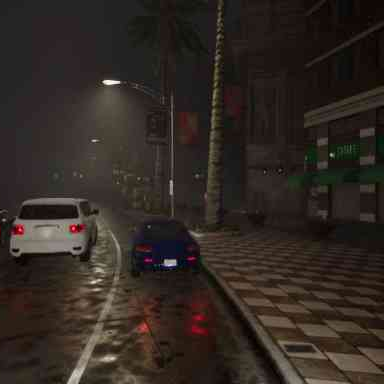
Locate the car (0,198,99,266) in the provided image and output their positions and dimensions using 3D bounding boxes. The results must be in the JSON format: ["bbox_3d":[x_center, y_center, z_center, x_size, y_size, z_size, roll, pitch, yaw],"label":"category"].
[{"bbox_3d":[-4.623,1.217,11.859,2.150,2.045,5.566,0,0,-13],"label":"car"}]

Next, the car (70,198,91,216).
[{"bbox_3d":[-11.451,1.467,34.240,1.882,1.535,5.008,0,0,-18],"label":"car"}]

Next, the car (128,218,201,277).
[{"bbox_3d":[-0.947,1.524,10.194,1.812,1.442,4.674,0,0,-11],"label":"car"}]

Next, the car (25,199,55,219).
[{"bbox_3d":[-13.737,1.465,30.234,1.882,1.535,5.008,0,0,-18],"label":"car"}]
